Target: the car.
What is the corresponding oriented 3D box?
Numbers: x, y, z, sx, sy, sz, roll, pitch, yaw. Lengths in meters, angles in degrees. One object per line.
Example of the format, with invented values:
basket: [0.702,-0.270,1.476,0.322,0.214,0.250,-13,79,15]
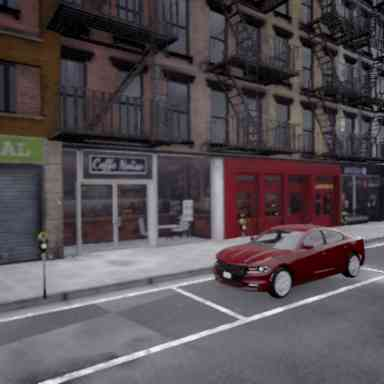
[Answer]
car: [2.579,1.511,8.382,4.507,1.381,1.887,0,0,-36]
